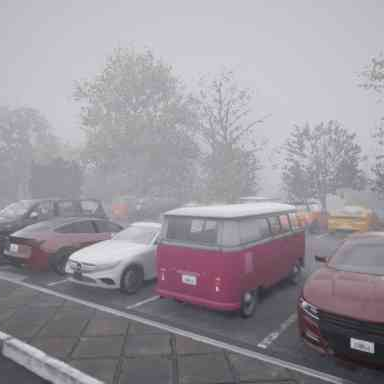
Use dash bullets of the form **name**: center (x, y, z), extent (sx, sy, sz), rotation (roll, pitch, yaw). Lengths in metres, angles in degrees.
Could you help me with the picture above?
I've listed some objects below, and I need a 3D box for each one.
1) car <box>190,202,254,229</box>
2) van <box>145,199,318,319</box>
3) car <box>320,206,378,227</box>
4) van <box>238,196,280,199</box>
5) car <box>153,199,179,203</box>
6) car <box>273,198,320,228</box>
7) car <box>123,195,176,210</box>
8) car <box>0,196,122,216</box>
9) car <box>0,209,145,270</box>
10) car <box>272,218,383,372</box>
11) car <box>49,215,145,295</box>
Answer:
- **car**: center (2.176, 1.501, 22.806), extent (2.231, 1.521, 4.892), rotation (0, 0, 36)
- **van**: center (1.214, 1.264, 7.546), extent (1.878, 1.987, 4.442), rotation (0, 0, 36)
- **car**: center (8.826, 1.489, 18.033), extent (2.097, 1.535, 5.008), rotation (0, 0, 36)
- **van**: center (4.498, 1.271, 21.290), extent (1.878, 1.987, 4.442), rotation (0, 0, 36)
- **car**: center (-0.176, 1.503, 24.275), extent (1.946, 1.575, 5.366), rotation (0, 0, 36)
- **car**: center (6.662, 1.367, 19.554), extent (2.185, 1.767, 4.553), rotation (0, 0, 36)
- **car**: center (-2.302, 1.264, 26.063), extent (2.435, 2.045, 5.566), rotation (-1, 0, 36)
- **car**: center (-5.636, 1.250, 12.286), extent (2.435, 2.045, 5.566), rotation (0, 0, 36)
- **car**: center (-3.346, 1.527, 10.713), extent (2.163, 1.488, 4.792), rotation (0, 0, 36)
- **car**: center (3.405, 1.486, 5.836), extent (2.097, 1.535, 5.008), rotation (0, 0, 36)
- **car**: center (-1.107, 1.533, 9.073), extent (2.002, 1.452, 4.674), rotation (0, 0, 36)
